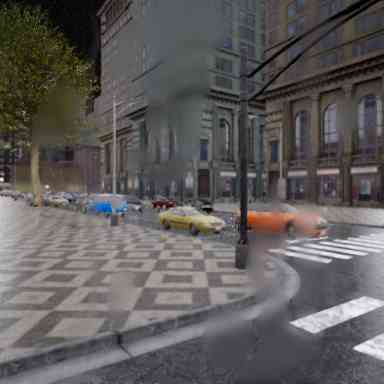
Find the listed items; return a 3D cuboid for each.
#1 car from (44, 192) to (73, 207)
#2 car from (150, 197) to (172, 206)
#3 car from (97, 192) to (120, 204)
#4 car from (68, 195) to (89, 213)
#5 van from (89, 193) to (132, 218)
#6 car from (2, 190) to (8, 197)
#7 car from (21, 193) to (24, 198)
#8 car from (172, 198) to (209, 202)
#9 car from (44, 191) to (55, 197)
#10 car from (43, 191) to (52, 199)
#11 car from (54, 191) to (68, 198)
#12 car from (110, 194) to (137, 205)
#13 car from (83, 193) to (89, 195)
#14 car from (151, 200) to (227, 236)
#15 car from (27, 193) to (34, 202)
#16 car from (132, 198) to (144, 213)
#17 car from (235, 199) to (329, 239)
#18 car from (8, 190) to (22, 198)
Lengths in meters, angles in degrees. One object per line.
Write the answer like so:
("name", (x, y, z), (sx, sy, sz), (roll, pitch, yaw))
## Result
("car", (-16.333, 1.044, 40.785), (1.752, 1.417, 4.829), (1, 0, -35))
("car", (-2.989, 1.212, 36.667), (1.887, 1.381, 4.507), (1, 0, -35))
("car", (-12.708, 0.869, 50.435), (1.967, 1.590, 4.097), (1, 0, -35))
("car", (-9.950, 1.224, 31.743), (2.008, 1.369, 4.403), (1, 0, -35))
("van", (-6.708, 1.084, 27.153), (1.690, 1.788, 3.998), (1, 0, -35))
("car", (-42.350, 0.323, 77.633), (1.967, 1.590, 4.097), (1, 0, -35))
("car", (-26.151, 0.823, 54.690), (2.008, 1.369, 4.403), (1, 0, -35))
("car", (0.250, 1.303, 32.078), (1.947, 1.339, 4.313), (1, 0, -35))
("car", (-35.390, 0.459, 82.553), (1.802, 1.307, 4.206), (1, 0, -35))
("car", (-19.670, 0.985, 45.513), (2.008, 1.369, 4.403), (1, 0, -35))
("car", (-28.910, 0.575, 73.376), (1.887, 1.381, 4.507), (1, 0, -35))
("car", (-9.471, 1.062, 45.847), (2.008, 1.369, 4.403), (1, 0, -35))
("car", (-15.951, 0.898, 55.024), (2.008, 1.369, 4.403), (1, 0, -35))
("car", (-0.130, 1.392, 17.832), (1.752, 1.417, 4.829), (1, 0, -35))
("car", (-22.911, 0.904, 50.102), (2.008, 1.369, 4.403), (1, 0, -35))
("car", (-6.217, 1.196, 31.061), (2.128, 1.511, 4.902), (0, 1, -35))
("car", (4.421, 1.250, 16.771), (2.097, 1.767, 4.553), (0, 1, -43))
("car", (-35.869, 0.476, 68.456), (1.967, 1.590, 4.097), (1, 0, -35))
